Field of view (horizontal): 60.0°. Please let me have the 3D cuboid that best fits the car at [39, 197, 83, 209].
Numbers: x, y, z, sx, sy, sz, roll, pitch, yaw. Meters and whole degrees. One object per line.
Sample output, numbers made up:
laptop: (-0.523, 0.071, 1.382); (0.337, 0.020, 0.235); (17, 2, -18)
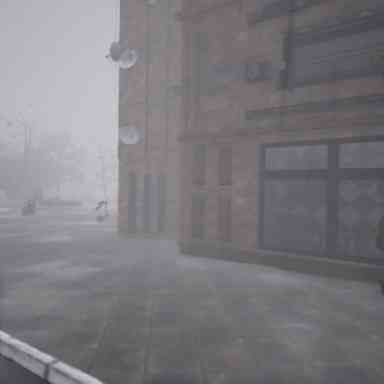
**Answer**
car: (-15.258, 1.263, 39.067); (1.895, 1.301, 4.718); (1, -1, 37)
